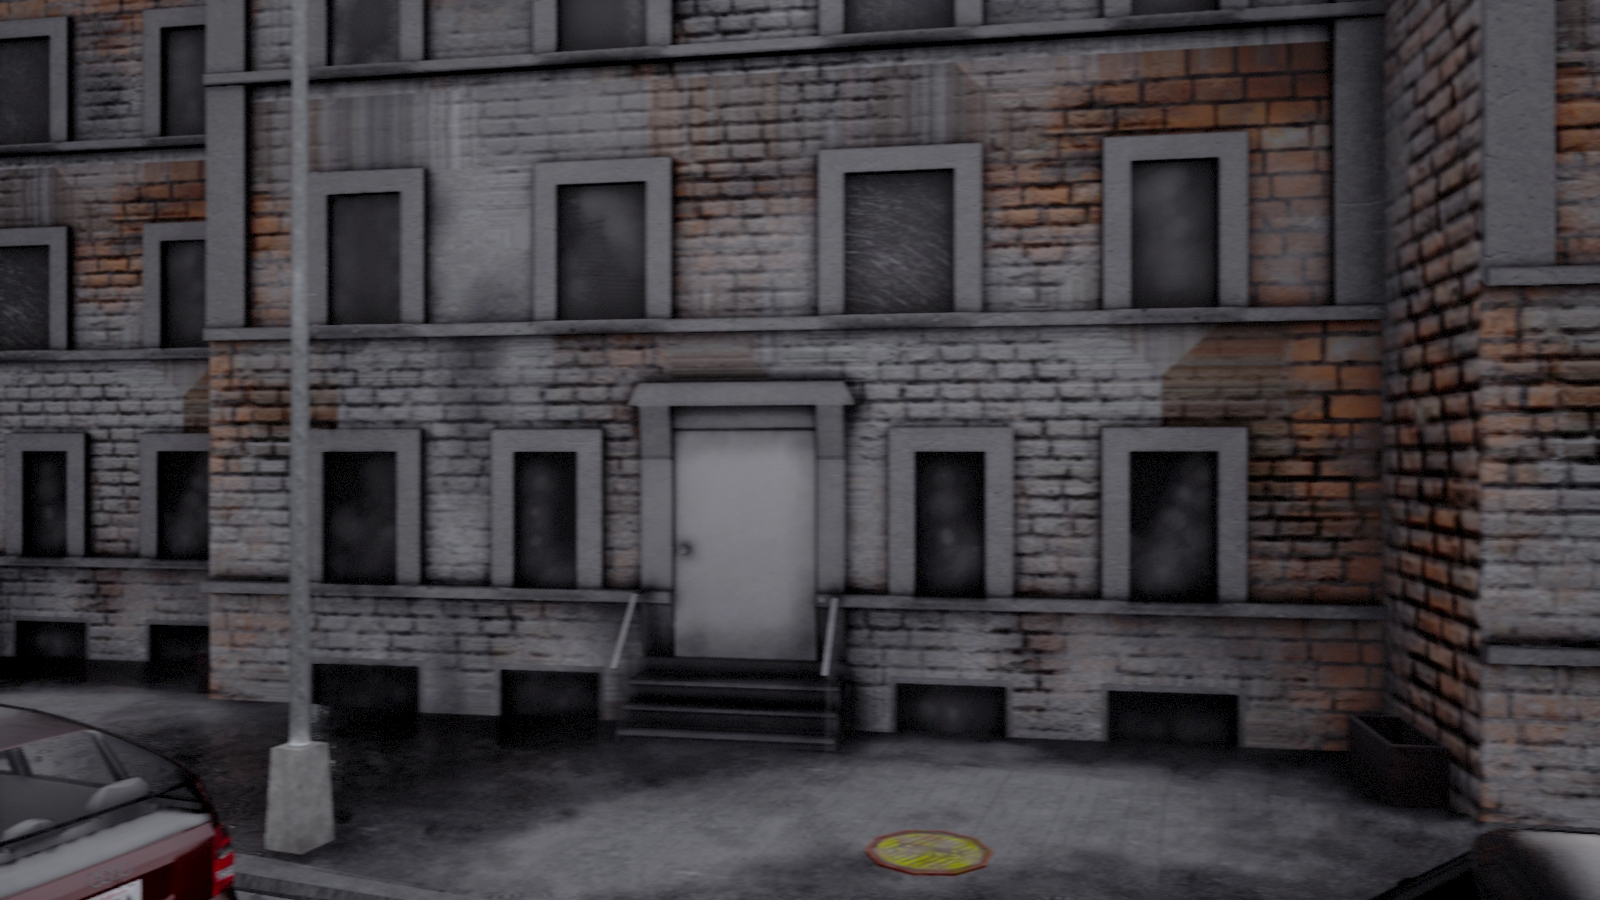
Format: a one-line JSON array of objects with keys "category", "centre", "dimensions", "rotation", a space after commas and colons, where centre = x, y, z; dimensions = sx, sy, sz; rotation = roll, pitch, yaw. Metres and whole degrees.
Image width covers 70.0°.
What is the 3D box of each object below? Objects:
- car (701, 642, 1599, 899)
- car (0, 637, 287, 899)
[{"category": "car", "centre": [2.254, 1.686, 3.011], "dimensions": [4.553, 1.767, 2.097], "rotation": [0, 0, 20]}, {"category": "car", "centre": [-4.579, 1.806, 5.423], "dimensions": [3.705, 1.549, 1.789], "rotation": [0, 0, 20]}]
